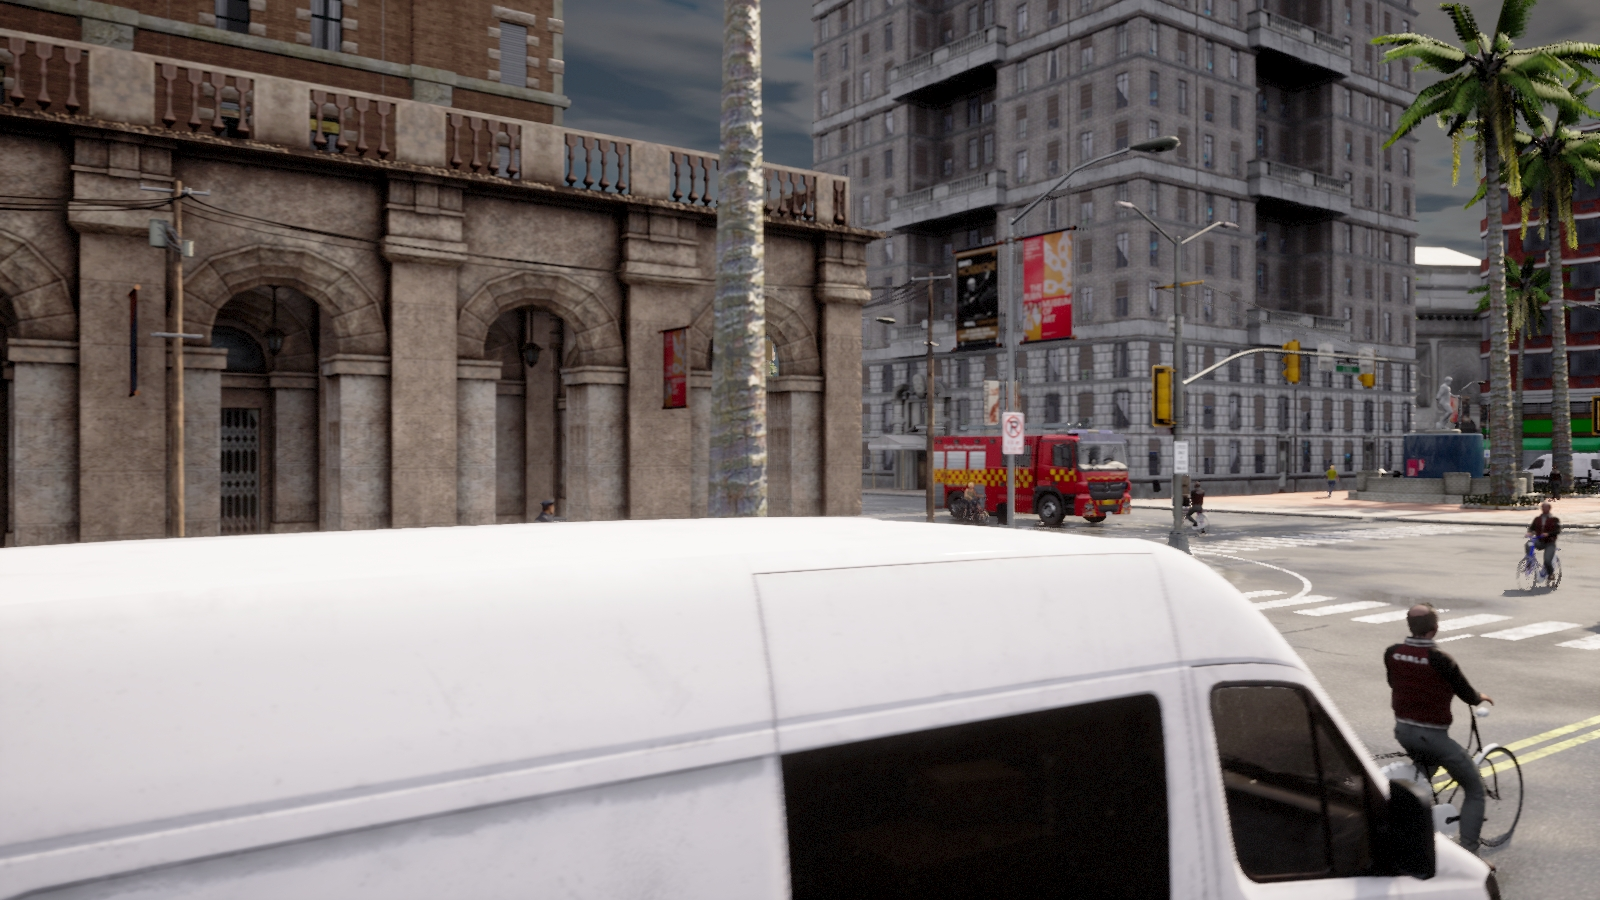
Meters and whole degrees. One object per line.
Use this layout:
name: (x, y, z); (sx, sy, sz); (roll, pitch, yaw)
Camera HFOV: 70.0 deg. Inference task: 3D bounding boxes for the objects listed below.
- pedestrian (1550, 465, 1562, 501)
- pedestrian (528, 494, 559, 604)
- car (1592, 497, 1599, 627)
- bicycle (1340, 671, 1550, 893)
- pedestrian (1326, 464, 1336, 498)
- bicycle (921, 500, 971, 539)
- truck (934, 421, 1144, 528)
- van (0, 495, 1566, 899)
pedestrian: (39.118, 1.698, 59.122); (0.375, 1.860, 0.375); (0, 0, 11)
pedestrian: (-4.445, 1.696, 19.796); (0.375, 1.860, 0.375); (0, 0, -42)
car: (15.513, 1.779, 18.920); (5.566, 2.045, 2.150); (0, 0, -35)
bicycle: (4.434, 2.210, 7.804); (1.835, 1.171, 0.329); (0, 0, -29)
pedestrian: (29.231, 1.696, 62.867); (0.375, 1.860, 0.375); (0, 0, 43)
bicycle: (4.658, 2.210, 36.434); (1.835, 1.171, 0.329); (0, 0, -35)
truck: (9.246, 0.891, 45.317); (2.891, 3.827, 8.468); (0, 0, -35)
van: (0.260, 1.534, 3.970); (5.915, 2.561, 1.988); (0, 0, -35)
